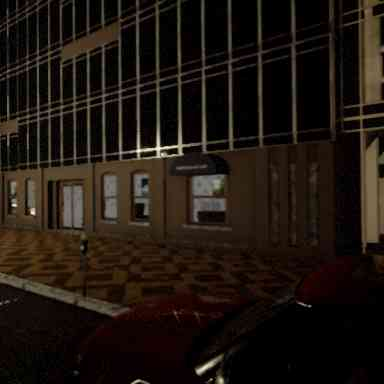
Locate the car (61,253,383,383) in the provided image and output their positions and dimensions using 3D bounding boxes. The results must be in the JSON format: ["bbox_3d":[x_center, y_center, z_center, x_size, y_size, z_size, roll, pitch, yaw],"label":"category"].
[{"bbox_3d":[1.360,1.314,1.910,5.009,1.841,2.192,-1,-1,36],"label":"car"}]
